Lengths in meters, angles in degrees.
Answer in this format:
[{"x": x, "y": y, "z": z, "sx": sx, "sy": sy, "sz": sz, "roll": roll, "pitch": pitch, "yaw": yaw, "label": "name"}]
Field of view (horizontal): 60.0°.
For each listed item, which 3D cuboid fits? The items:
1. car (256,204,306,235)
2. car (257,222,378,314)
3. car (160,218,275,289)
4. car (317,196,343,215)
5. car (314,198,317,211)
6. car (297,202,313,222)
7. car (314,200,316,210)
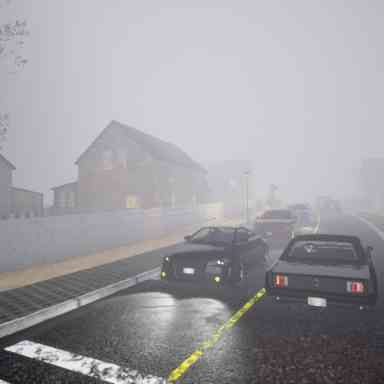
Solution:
[{"x": 4.557, "y": 1.631, "z": 17.468, "sx": 1.882, "sy": 1.535, "sz": 5.008, "roll": -2, "pitch": -1, "yaw": 24, "label": "car"}, {"x": 3.174, "y": 1.630, "z": 7.771, "sx": 1.895, "sy": 1.301, "sz": 4.718, "roll": -2, "pitch": -1, "yaw": 27, "label": "car"}, {"x": 0.819, "y": 1.687, "z": 9.631, "sx": 1.994, "sy": 1.385, "sz": 4.181, "roll": -2, "pitch": -1, "yaw": 27, "label": "car"}, {"x": 15.347, "y": 1.575, "z": 36.842, "sx": 2.097, "sy": 1.767, "sz": 4.553, "roll": -2, "pitch": -1, "yaw": 19, "label": "car"}, {"x": 18.266, "y": 1.554, "z": 46.158, "sx": 2.150, "sy": 2.045, "sz": 5.566, "roll": -1, "pitch": -1, "yaw": 16, "label": "car"}, {"x": 8.351, "y": 1.680, "z": 26.328, "sx": 1.882, "sy": 1.535, "sz": 5.008, "roll": -2, "pitch": -1, "yaw": 22, "label": "car"}, {"x": 12.030, "y": 1.827, "z": 35.938, "sx": 2.033, "sy": 1.411, "sz": 5.357, "roll": -2, "pitch": -1, "yaw": 20, "label": "car"}]
